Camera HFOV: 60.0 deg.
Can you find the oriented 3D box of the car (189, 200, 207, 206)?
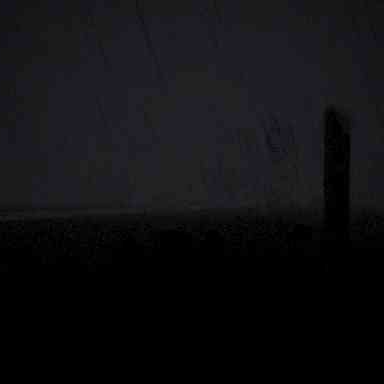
[{"bbox_3d":[1.226,2.452,73.385,1.895,1.301,4.718,1,0,36],"label":"car"}]
